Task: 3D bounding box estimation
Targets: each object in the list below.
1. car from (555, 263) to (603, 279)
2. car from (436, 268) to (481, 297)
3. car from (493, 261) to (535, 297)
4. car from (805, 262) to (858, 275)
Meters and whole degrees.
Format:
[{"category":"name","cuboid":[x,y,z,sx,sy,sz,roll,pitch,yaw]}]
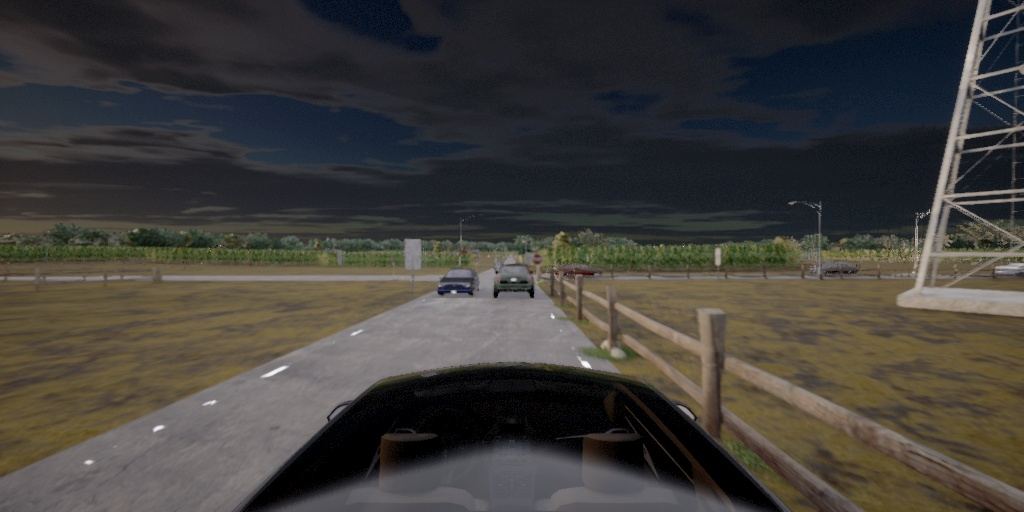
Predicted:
[{"category":"car","cuboid":[6.956,1.500,36.929,5.008,1.535,1.882,0,-1,-16]},{"category":"car","cuboid":[-2.820,1.395,20.073,2.033,1.411,5.357,0,0,0]},{"category":"car","cuboid":[0.092,1.194,19.760,2.097,1.767,4.553,0,0,0]},{"category":"car","cuboid":[35.666,1.399,40.077,4.902,1.511,2.128,0,1,0]}]
